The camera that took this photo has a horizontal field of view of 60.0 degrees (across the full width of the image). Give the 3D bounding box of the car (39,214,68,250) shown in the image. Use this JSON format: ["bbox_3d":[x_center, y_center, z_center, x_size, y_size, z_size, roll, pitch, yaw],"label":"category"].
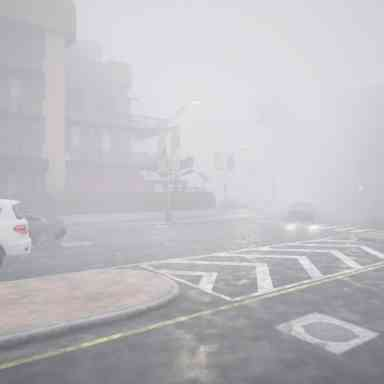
[{"bbox_3d":[-7.393,1.491,12.843,4.902,1.511,2.128,0,0,-35],"label":"car"}]

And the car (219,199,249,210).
[{"bbox_3d":[5.499,1.564,43.697,1.994,1.385,4.181,0,0,-35],"label":"car"}]

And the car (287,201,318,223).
[{"bbox_3d":[8.777,1.478,26.092,1.882,1.535,5.008,1,0,24],"label":"car"}]

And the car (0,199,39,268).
[{"bbox_3d":[-7.267,1.221,8.642,5.566,2.045,2.150,0,0,-35],"label":"car"}]
